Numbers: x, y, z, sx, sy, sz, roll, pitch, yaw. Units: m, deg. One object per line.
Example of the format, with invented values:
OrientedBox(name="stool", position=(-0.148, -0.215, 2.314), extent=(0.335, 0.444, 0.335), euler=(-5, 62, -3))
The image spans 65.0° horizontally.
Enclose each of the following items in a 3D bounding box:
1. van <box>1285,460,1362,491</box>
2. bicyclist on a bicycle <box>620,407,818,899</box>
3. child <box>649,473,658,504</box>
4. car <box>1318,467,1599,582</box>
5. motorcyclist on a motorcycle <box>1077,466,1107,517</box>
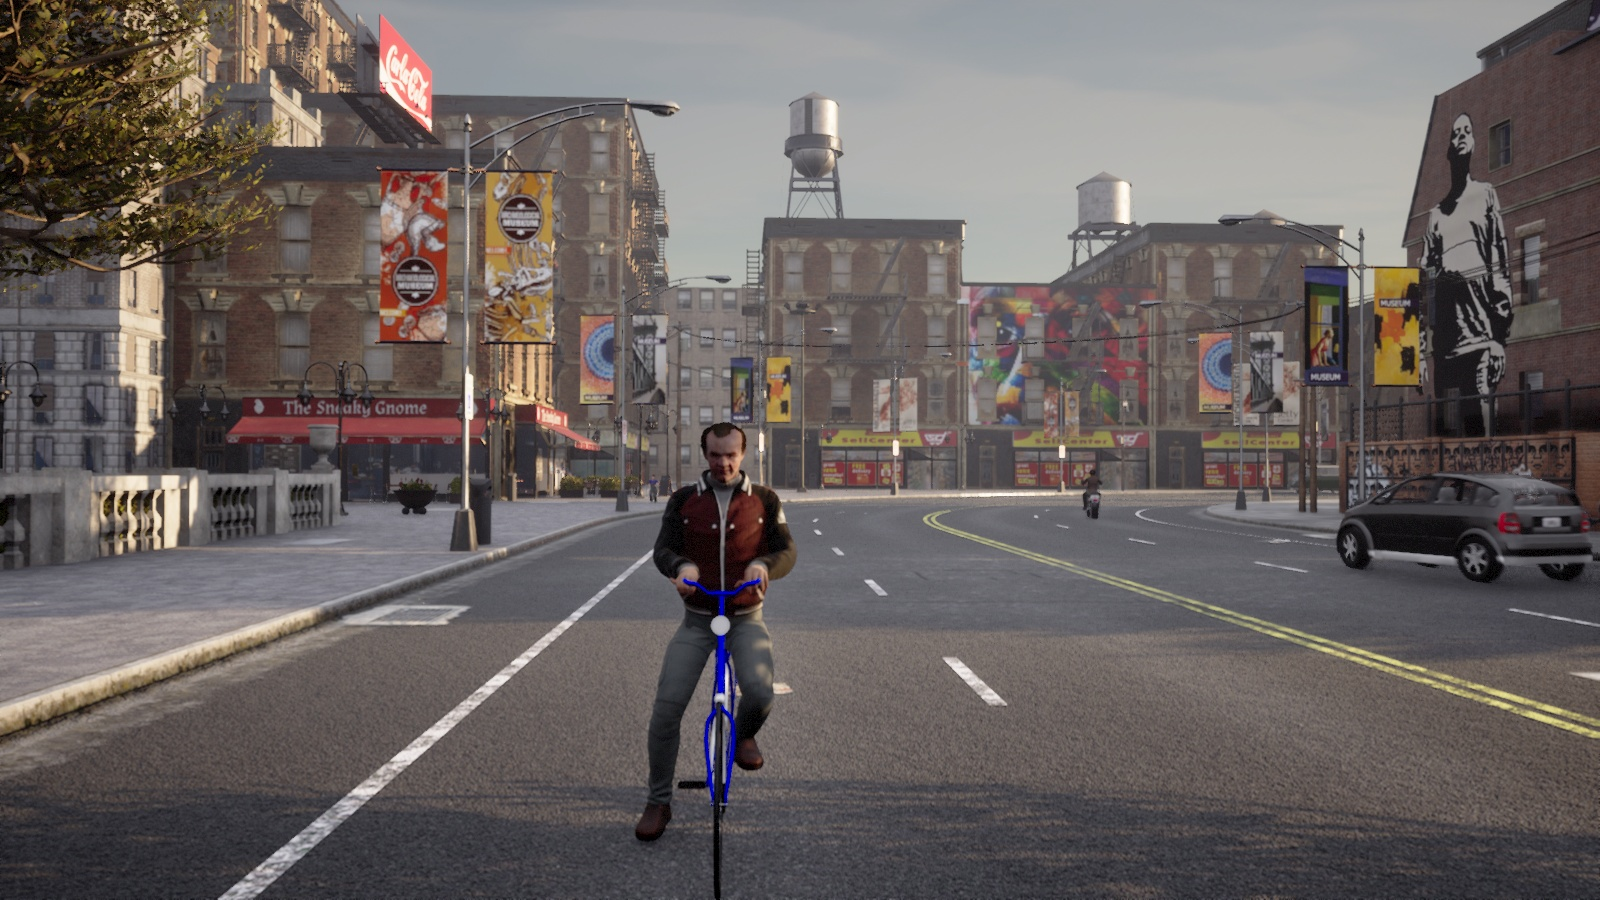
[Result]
OrientedBox(name="van", position=(34.606, 1.698, 83.022), extent=(4.442, 1.987, 1.775), euler=(0, -1, -10))
OrientedBox(name="bicyclist on a bicycle", position=(-0.312, 0.763, 5.146), extent=(0.659, 1.776, 1.843), euler=(0, -1, -3))
OrientedBox(name="child", position=(-5.928, 1.551, 50.962), extent=(0.270, 1.263, 0.437), euler=(0, -1, 7))
OrientedBox(name="car", position=(9.927, 1.045, 19.184), extent=(1.789, 1.549, 3.705), euler=(0, -1, -16))
OrientedBox(name="motorcyclist on a motorcycle", position=(9.714, 1.363, 41.773), extent=(0.766, 1.649, 2.350), euler=(0, -1, 8))
